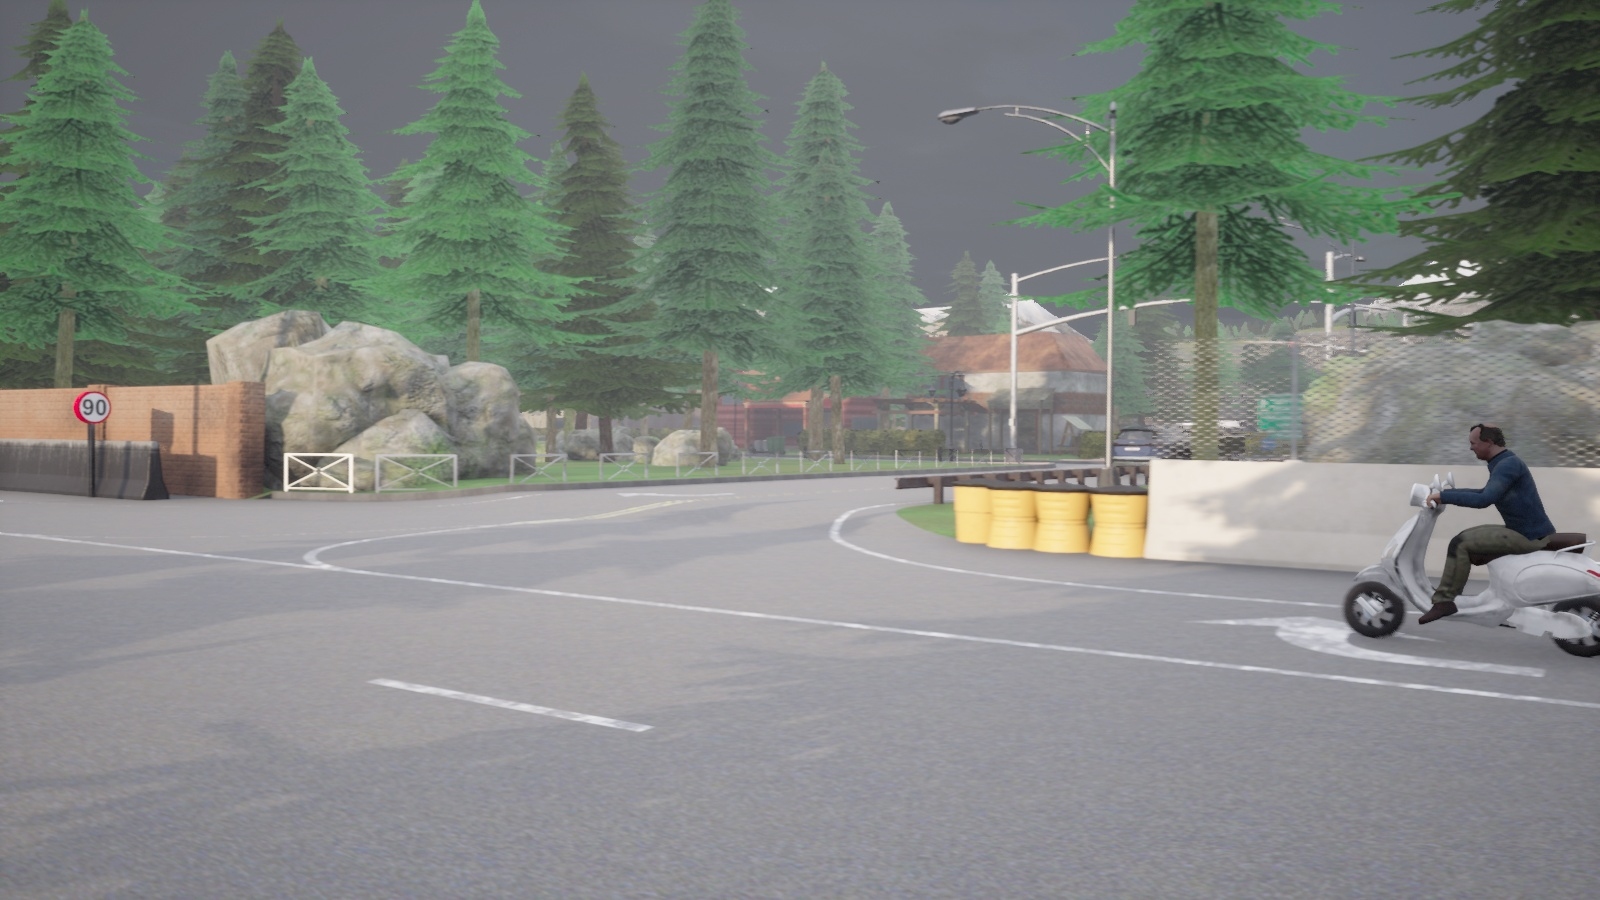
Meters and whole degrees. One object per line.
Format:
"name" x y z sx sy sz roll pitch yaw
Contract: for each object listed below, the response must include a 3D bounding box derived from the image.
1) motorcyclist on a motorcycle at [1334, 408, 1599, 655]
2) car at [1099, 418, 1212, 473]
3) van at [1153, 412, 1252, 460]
"motorcyclist on a motorcycle" 4.813 0.521 8.828 1.817 1.590 0.866 0 1 34
"car" 11.416 -0.185 40.071 2.033 1.649 4.856 0 1 34
"van" 19.039 -0.690 59.382 4.480 2.038 2.069 -3 3 -33
